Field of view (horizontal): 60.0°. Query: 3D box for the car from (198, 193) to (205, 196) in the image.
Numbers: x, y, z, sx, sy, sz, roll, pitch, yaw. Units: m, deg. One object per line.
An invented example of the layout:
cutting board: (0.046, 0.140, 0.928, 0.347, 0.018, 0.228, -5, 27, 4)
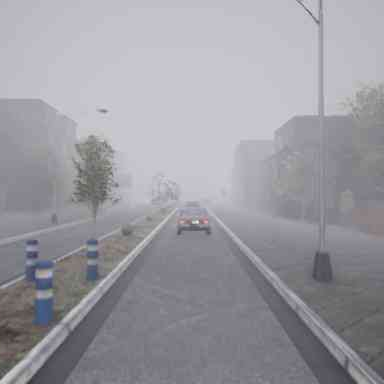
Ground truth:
car: (3.006, 1.664, 75.771, 2.231, 1.521, 4.892, 0, 0, 0)

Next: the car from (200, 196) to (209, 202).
car: (3.006, 1.700, 81.329, 2.163, 1.488, 4.792, 0, 0, 0)

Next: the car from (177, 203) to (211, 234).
car: (0.096, 1.574, 19.209, 2.033, 1.411, 5.357, 0, 0, 0)

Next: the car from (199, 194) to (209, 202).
car: (3.005, 1.654, 70.124, 2.231, 1.521, 4.892, 0, 0, 0)

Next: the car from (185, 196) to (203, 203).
car: (0.105, 1.600, 42.714, 1.837, 1.490, 4.892, 0, 0, 0)
